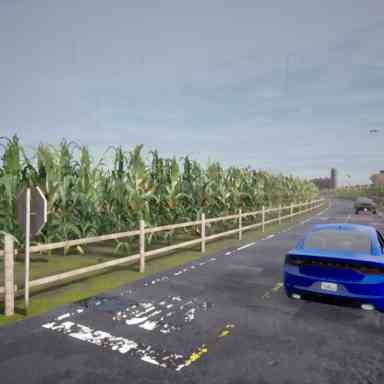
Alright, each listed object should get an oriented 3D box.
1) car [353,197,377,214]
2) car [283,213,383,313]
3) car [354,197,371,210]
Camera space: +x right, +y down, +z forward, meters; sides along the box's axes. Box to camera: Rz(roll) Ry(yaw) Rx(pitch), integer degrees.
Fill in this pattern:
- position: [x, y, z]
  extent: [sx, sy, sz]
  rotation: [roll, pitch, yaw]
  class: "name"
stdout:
- position: [18.307, 1.508, 35.153]
  extent: [1.837, 1.490, 4.892]
  rotation: [0, 0, 27]
  class: "car"
- position: [3.614, 1.479, 7.875]
  extent: [1.882, 1.535, 5.008]
  rotation: [0, 0, 30]
  class: "car"
- position: [22.673, 1.504, 44.343]
  extent: [1.837, 1.490, 4.892]
  rotation: [0, 0, 24]
  class: "car"
